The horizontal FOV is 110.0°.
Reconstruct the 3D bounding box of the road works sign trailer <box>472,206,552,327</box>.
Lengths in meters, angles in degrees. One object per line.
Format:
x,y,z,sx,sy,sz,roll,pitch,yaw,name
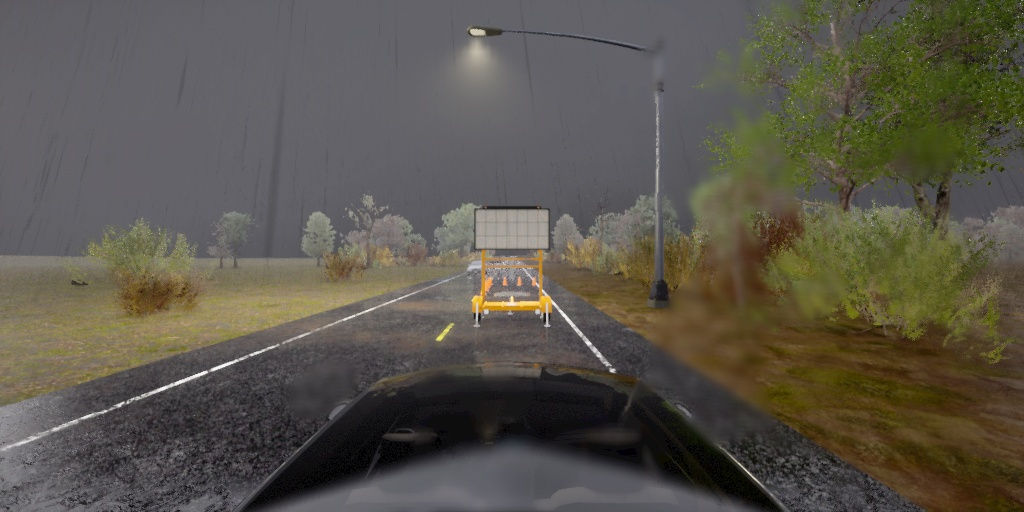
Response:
0.002,0.212,11.530,2.380,3.560,2.880,0,0,0,road works sign trailer

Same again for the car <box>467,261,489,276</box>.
-3.593,1.250,37.623,1.812,1.442,4.674,0,0,0,car
